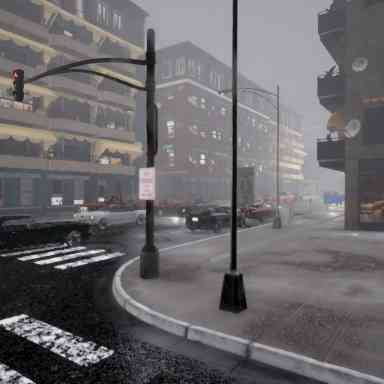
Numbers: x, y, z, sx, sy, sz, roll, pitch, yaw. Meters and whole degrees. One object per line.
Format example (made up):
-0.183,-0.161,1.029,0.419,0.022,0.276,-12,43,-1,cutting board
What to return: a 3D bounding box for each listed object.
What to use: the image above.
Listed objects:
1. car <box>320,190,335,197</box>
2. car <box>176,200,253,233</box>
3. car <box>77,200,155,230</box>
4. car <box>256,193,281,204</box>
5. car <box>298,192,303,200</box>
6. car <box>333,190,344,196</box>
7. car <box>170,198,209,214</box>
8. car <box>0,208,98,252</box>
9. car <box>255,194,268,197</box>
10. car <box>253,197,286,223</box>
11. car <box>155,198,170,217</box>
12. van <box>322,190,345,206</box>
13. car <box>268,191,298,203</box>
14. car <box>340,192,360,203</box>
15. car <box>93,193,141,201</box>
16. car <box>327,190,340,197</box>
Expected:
29.769,0.378,72.976,1.887,1.381,4.507,2,2,35,car
1.349,1.348,18.003,1.947,1.339,4.313,2,2,35,car
-4.609,1.368,19.607,1.895,1.301,4.718,1,1,35,car
10.541,0.880,45.638,1.947,1.339,4.313,2,2,35,car
16.950,0.719,54.750,1.947,1.339,4.313,2,2,35,car
36.178,0.255,82.089,1.802,1.307,4.206,2,2,35,car
0.484,1.203,26.873,1.994,1.385,4.181,1,1,34,car
-6.245,1.525,12.380,4.718,1.301,1.895,-2,2,-39,car
5.736,1.012,34.309,1.837,1.490,4.892,1,1,35,car
4.553,1.283,22.560,1.802,1.307,4.206,2,2,35,car
-2.278,1.180,27.412,1.887,1.381,4.507,2,2,35,car
17.375,0.721,40.780,1.690,1.788,3.998,2,2,35,van
11.440,0.717,42.371,2.097,1.767,4.553,1,1,36,car
23.782,0.763,49.897,1.887,1.381,4.507,2,2,35,car
-5.480,1.031,22.850,2.192,1.841,5.009,2,2,35,car
32.973,0.335,77.532,1.802,1.307,4.206,2,2,35,car
